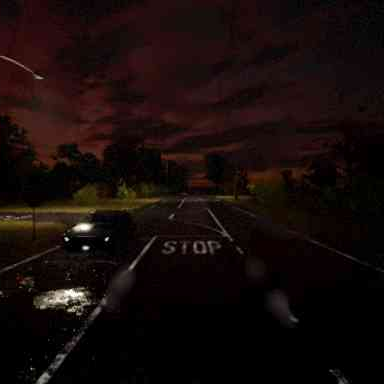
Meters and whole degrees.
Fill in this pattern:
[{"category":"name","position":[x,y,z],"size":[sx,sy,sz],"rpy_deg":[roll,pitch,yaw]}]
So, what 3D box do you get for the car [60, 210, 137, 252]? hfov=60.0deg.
[{"category":"car","position":[-3.514,1.454,13.653],"size":[2.033,1.411,5.357],"rpy_deg":[0,0,0]}]
